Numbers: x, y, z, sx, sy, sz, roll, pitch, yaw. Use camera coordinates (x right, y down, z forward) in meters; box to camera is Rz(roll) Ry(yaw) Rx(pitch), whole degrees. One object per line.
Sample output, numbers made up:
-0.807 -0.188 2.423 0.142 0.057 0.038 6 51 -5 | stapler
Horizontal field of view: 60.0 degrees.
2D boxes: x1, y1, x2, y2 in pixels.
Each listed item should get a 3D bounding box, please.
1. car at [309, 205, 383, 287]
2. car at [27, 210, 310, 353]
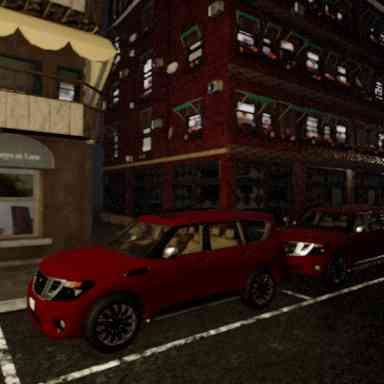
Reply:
4.250 1.323 9.568 5.009 1.841 2.192 0 1 -35 | car
-0.287 1.318 6.334 5.009 1.841 2.192 0 1 -35 | car
